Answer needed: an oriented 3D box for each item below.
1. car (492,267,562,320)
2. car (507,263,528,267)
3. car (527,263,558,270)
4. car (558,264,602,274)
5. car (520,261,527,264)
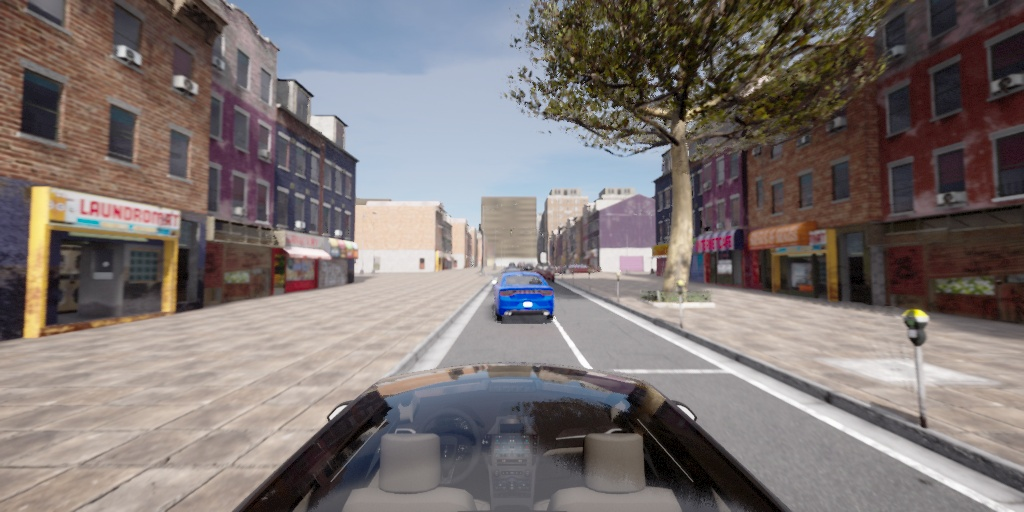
[{"bbox_3d":[0.310,1.323,13.192,1.882,1.535,5.008,0,-1,-4],"label":"car"},{"bbox_3d":[0.104,1.513,28.132,1.812,1.442,4.674,0,0,0],"label":"car"},{"bbox_3d":[2.644,1.464,31.641,1.967,1.591,4.097,0,0,0],"label":"car"},{"bbox_3d":[8.070,1.634,43.547,5.357,1.411,2.033,0,-2,-1],"label":"car"},{"bbox_3d":[2.647,1.912,58.383,1.948,1.339,4.313,0,0,0],"label":"car"}]
